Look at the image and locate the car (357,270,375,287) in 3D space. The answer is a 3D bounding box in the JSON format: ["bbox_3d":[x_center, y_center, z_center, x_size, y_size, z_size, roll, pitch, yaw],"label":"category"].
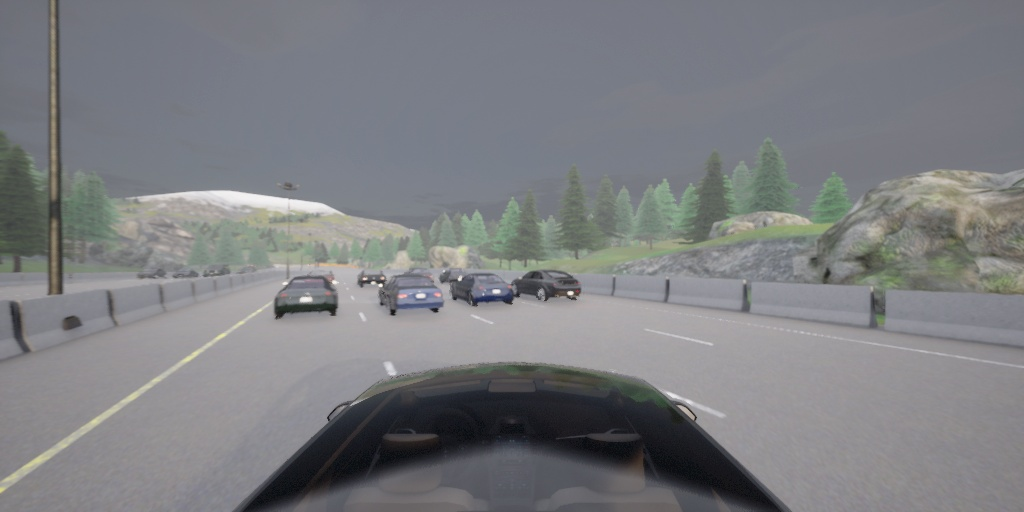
[{"bbox_3d":[-11.242,1.745,28.608,1.895,1.301,4.718,0,-1,-26],"label":"car"}]

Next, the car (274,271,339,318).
[{"bbox_3d":[-7.783,1.450,13.824,1.994,1.385,4.181,0,-1,-26],"label":"car"}]

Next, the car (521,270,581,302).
[{"bbox_3d":[1.605,1.450,18.526,1.837,1.490,4.892,0,0,-26],"label":"car"}]

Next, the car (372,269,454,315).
[{"bbox_3d":[-4.214,1.439,14.487,2.033,1.411,5.357,0,-1,-26],"label":"car"}]

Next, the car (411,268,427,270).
[{"bbox_3d":[-7.790,1.696,29.517,2.033,1.411,5.357,0,-1,-26],"label":"car"}]

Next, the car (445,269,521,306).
[{"bbox_3d":[-1.522,1.488,16.945,1.994,1.385,4.181,0,-1,-26],"label":"car"}]

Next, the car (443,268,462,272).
[{"bbox_3d":[-5.103,1.751,31.993,1.994,1.385,4.181,0,-1,-26],"label":"car"}]
